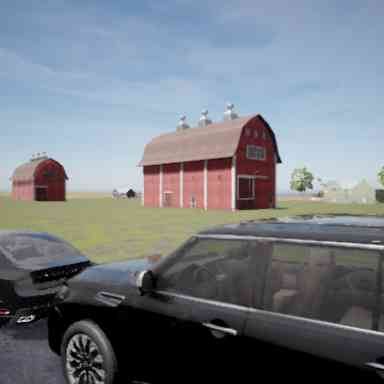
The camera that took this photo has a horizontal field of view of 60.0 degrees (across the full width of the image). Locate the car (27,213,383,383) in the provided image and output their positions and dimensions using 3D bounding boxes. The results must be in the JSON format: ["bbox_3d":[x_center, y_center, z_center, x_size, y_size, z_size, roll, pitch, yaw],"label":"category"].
[{"bbox_3d":[0.899,1.245,3.312,5.566,2.045,2.150,0,0,36],"label":"car"}]

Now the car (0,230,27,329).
[{"bbox_3d":[-3.942,1.540,6.806,4.892,1.490,1.837,0,0,36],"label":"car"}]
